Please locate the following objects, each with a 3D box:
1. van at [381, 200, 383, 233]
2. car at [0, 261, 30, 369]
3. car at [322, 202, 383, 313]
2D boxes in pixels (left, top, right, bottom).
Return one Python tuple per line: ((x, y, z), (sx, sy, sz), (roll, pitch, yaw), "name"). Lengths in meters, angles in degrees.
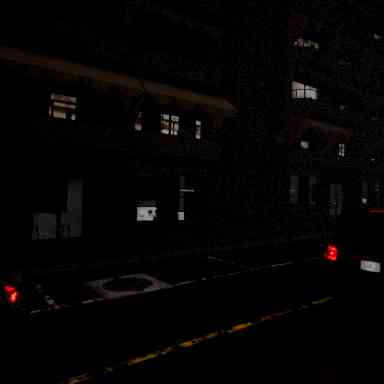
((12.475, 1.359, 18.679), (3.998, 1.788, 1.690), (0, 1, -35), "van")
((-4.390, 1.351, 3.650), (4.553, 1.767, 2.097), (0, 0, -36), "car")
((4.925, 1.227, 6.670), (5.566, 2.045, 2.150), (0, 0, -35), "car")
